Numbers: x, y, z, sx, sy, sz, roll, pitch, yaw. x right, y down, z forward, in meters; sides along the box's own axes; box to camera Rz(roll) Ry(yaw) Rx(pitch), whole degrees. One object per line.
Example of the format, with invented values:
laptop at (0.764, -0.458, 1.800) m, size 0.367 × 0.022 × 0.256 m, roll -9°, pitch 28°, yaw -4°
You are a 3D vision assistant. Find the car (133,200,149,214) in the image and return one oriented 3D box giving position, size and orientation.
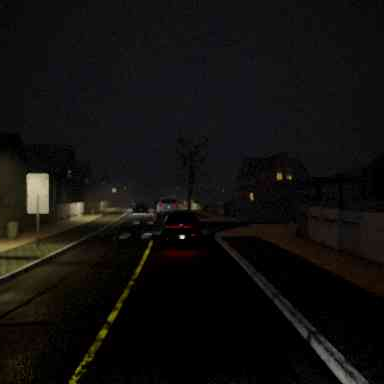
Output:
car at (-6.728, 2.082, 43.743) m, size 1.994 × 1.385 × 4.181 m, roll 0°, pitch -1°, yaw -8°

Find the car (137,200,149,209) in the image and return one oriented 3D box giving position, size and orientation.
car at (-9.045, 2.283, 61.776) m, size 2.128 × 1.511 × 4.902 m, roll 0°, pitch -1°, yaw -6°

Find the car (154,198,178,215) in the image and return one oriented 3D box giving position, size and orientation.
car at (-2.777, 1.638, 36.839) m, size 2.150 × 2.045 × 5.566 m, roll 0°, pitch -1°, yaw -8°

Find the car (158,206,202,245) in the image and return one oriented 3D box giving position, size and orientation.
car at (-0.566, 1.682, 16.577) m, size 1.837 × 1.490 × 4.892 m, roll 0°, pitch -1°, yaw -3°

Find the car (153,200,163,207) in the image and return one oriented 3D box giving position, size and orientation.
car at (-7.268, 2.494, 72.281) m, size 2.033 × 1.411 × 5.357 m, roll 0°, pitch -1°, yaw -5°
